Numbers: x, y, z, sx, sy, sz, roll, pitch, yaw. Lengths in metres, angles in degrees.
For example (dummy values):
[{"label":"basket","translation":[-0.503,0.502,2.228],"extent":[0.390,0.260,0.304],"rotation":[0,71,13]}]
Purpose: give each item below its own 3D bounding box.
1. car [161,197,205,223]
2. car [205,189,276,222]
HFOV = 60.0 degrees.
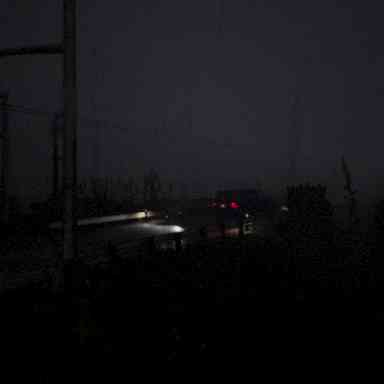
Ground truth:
[{"label":"car","translation":[-0.024,1.180,22.980],"extent":[1.837,1.490,4.892],"rotation":[0,3,41]},{"label":"car","translation":[3.602,0.810,21.707],"extent":[2.150,2.045,5.566],"rotation":[0,2,41]}]
